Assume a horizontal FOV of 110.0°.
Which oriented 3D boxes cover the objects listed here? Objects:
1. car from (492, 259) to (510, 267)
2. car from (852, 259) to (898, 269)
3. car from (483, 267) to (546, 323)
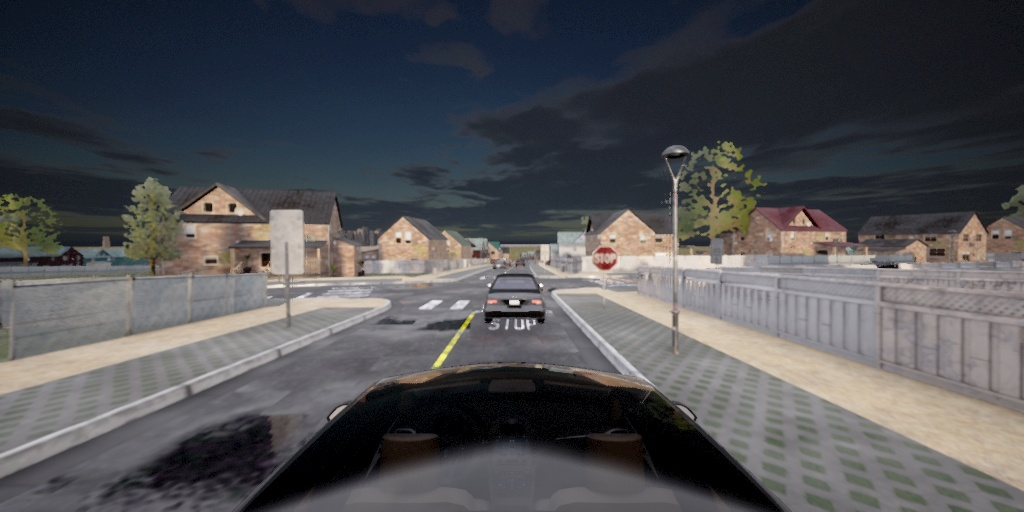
[{"bbox_3d":[-1.880,1.293,53.905,2.128,1.511,4.902,0,0,2],"label":"car"},{"bbox_3d":[36.843,0.978,36.288,4.718,1.301,1.895,0,2,-17],"label":"car"},{"bbox_3d":[0.104,1.281,12.068,2.033,1.411,5.357,0,0,1],"label":"car"}]
